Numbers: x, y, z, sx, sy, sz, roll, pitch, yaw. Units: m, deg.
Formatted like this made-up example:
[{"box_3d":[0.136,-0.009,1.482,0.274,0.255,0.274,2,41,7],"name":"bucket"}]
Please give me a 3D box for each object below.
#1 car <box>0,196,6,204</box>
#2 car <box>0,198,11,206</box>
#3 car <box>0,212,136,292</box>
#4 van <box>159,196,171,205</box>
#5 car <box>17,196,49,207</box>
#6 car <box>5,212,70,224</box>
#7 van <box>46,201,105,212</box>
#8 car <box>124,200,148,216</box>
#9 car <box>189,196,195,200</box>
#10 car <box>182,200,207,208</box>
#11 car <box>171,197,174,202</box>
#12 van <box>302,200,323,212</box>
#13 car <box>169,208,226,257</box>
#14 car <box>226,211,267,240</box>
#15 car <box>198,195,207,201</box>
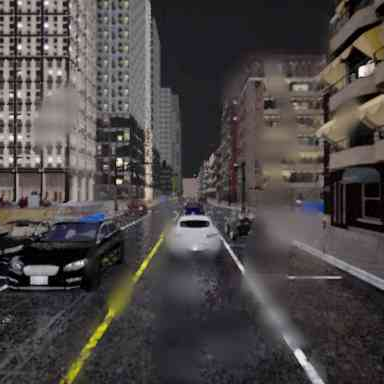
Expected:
[{"box_3d":[-32.365,1.246,53.234,4.206,1.307,1.802,1,-1,0],"name":"car"},{"box_3d":[-26.710,1.324,44.867,4.206,1.307,1.802,1,-1,0],"name":"car"},{"box_3d":[-3.101,1.535,9.200,2.128,1.511,4.902,0,0,0],"name":"car"},{"box_3d":[-5.694,1.677,66.574,1.690,1.788,3.998,0,0,0],"name":"van"},{"box_3d":[-21.133,1.290,44.883,4.097,1.590,1.967,1,-1,0],"name":"car"},{"box_3d":[-5.691,1.606,11.505,2.008,1.369,4.403,0,0,0],"name":"car"},{"box_3d":[-5.692,1.423,17.154,1.690,1.788,3.998,0,0,0],"name":"van"},{"box_3d":[-5.693,1.607,34.099,1.967,1.590,4.097,0,0,0],"name":"car"},{"box_3d":[-0.002,1.868,91.490,2.128,1.511,4.902,0,0,0],"name":"car"},{"box_3d":[0.098,1.709,29.976,1.994,1.385,4.181,0,0,0],"name":"car"},{"box_3d":[-5.695,1.984,88.606,1.752,1.417,4.829,0,0,0],"name":"car"},{"box_3d":[16.928,1.923,44.832,3.998,1.788,1.690,1,-1,0],"name":"van"},{"box_3d":[0.098,1.588,13.064,1.812,1.442,4.674,0,0,0],"name":"car"},{"box_3d":[2.689,1.633,17.153,2.008,1.369,4.403,0,0,0],"name":"car"},{"box_3d":[2.685,1.743,83.228,2.192,1.841,5.009,0,0,0],"name":"car"}]
